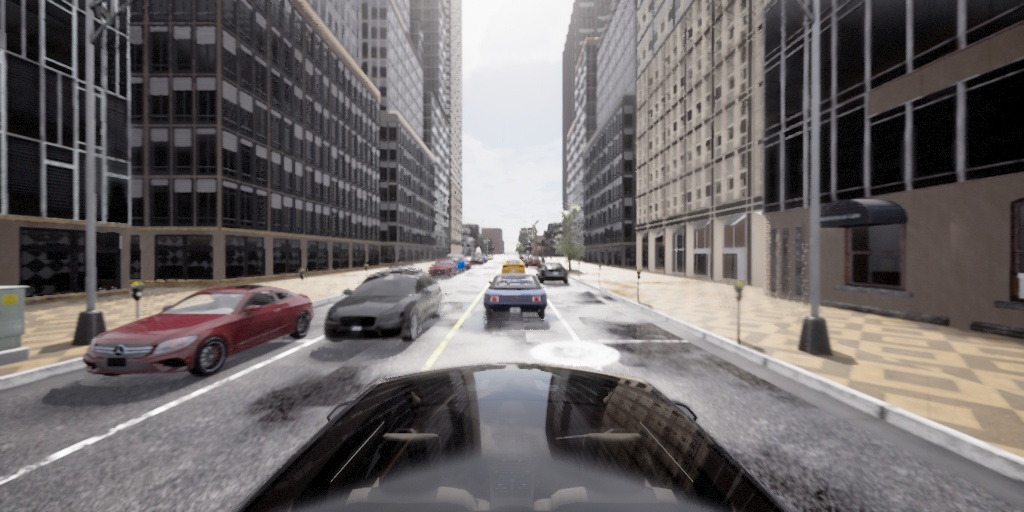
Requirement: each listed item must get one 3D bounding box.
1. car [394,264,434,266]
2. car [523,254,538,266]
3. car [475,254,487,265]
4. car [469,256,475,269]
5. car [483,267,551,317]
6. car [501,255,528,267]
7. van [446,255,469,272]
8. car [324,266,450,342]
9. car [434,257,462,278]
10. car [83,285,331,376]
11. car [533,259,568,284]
[{"bbox_3d":[-5.686,1.131,18.642,2.007,1.370,4.403,0,0,0],"label":"car"},{"bbox_3d":[2.708,0.736,47.084,1.967,1.591,4.097,0,0,0],"label":"car"},{"bbox_3d":[-5.668,0.614,58.485,1.967,1.591,4.097,0,0,0],"label":"car"},{"bbox_3d":[-5.675,0.933,41.410,1.802,1.307,4.207,0,0,0],"label":"car"},{"bbox_3d":[0.101,1.244,12.529,1.895,1.301,4.718,0,1,0],"label":"car"},{"bbox_3d":[0.109,0.944,30.314,1.882,1.535,5.008,0,1,0],"label":"car"},{"bbox_3d":[-5.678,0.750,35.718,1.690,1.789,3.998,0,0,0],"label":"van"},{"bbox_3d":[-3.096,1.176,9.583,1.837,1.490,4.892,0,1,0],"label":"car"},{"bbox_3d":[-5.680,1.012,30.026,1.888,1.381,4.507,0,0,0],"label":"car"},{"bbox_3d":[-5.690,1.276,7.257,1.802,1.307,4.207,0,0,0],"label":"car"},{"bbox_3d":[2.698,1.093,24.318,1.948,1.339,4.313,0,0,0],"label":"car"}]
